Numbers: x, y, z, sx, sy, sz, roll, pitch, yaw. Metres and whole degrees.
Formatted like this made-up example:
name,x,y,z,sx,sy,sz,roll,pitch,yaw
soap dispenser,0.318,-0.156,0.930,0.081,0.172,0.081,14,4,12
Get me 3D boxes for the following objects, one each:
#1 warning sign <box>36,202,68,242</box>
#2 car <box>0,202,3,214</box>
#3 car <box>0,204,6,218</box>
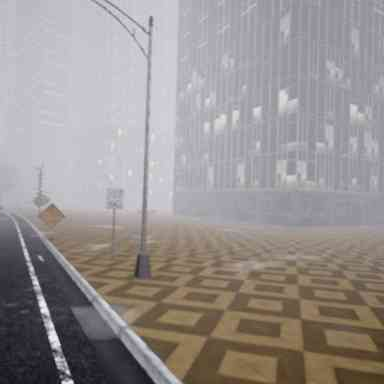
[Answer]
name,x,y,z,sx,sy,sz,roll,pitch,yaw
warning sign,-7.029,1.479,16.648,1.300,1.860,1.060,3,-2,-29
car,-27.651,2.212,46.427,1.882,1.535,5.008,3,-2,-33
car,-22.159,2.162,37.623,2.033,1.411,5.357,3,-2,-32
